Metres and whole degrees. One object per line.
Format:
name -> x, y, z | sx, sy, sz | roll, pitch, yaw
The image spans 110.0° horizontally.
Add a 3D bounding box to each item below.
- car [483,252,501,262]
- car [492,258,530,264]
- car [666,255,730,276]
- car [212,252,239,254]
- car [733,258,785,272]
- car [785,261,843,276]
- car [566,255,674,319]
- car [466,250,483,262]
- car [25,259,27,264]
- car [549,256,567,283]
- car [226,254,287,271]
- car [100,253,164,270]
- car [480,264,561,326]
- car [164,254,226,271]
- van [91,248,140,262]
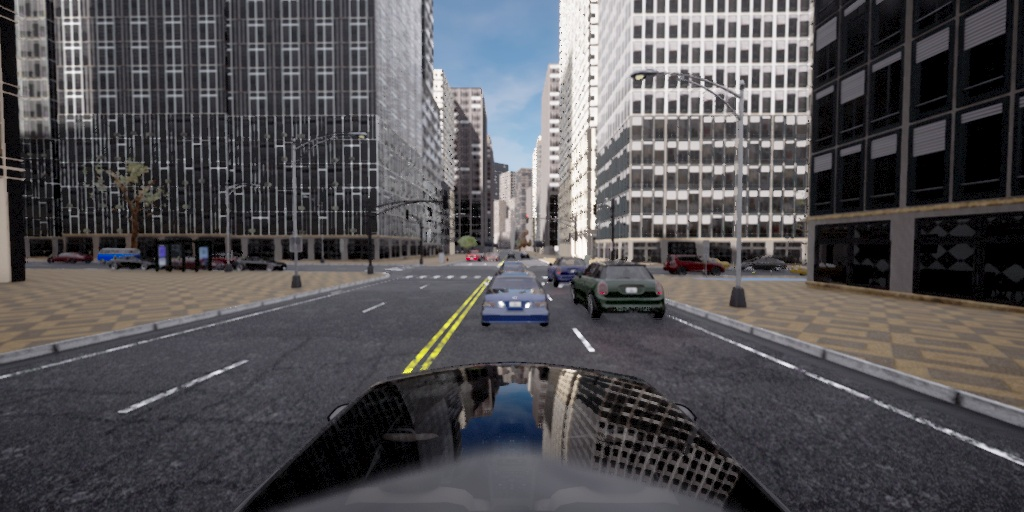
car -> -3.426, 0.151, 62.219 | 2.097, 1.767, 4.553 | 0, 1, 0
car -> 0.061, 1.027, 20.294 | 1.994, 1.385, 4.181 | 0, 1, 0
car -> 16.132, 0.814, 32.050 | 5.009, 1.841, 2.192 | 0, 0, 1
car -> -27.705, 0.370, 35.275 | 4.553, 1.767, 2.097 | 1, 2, 1
car -> 25.938, 0.912, 37.664 | 4.892, 1.490, 1.837 | 0, 2, 1
car -> 27.581, 1.126, 31.878 | 4.829, 1.417, 1.751 | 0, 0, 1
car -> 3.329, 0.942, 12.119 | 2.097, 1.767, 4.553 | 0, 1, 0
car -> -6.672, 0.020, 62.311 | 2.150, 2.045, 5.566 | 0, 1, 0
car -> -51.656, 0.298, 35.789 | 4.892, 1.490, 1.837 | 0, 2, 1
car -> 3.310, 0.798, 21.357 | 2.097, 1.767, 4.553 | 0, 1, 0
car -> -22.793, 0.714, 32.494 | 4.313, 1.339, 1.948 | 0, 0, 1
car -> -34.159, 0.606, 32.776 | 4.313, 1.339, 1.948 | 0, 0, 1
car -> 0.083, 1.154, 11.012 | 2.033, 1.411, 5.357 | 0, 1, 0
car -> -28.478, 0.677, 32.615 | 4.207, 1.307, 1.802 | 0, 0, 1
van -> -45.367, 0.013, 41.410 | 3.998, 1.789, 1.690 | 0, 0, 1
